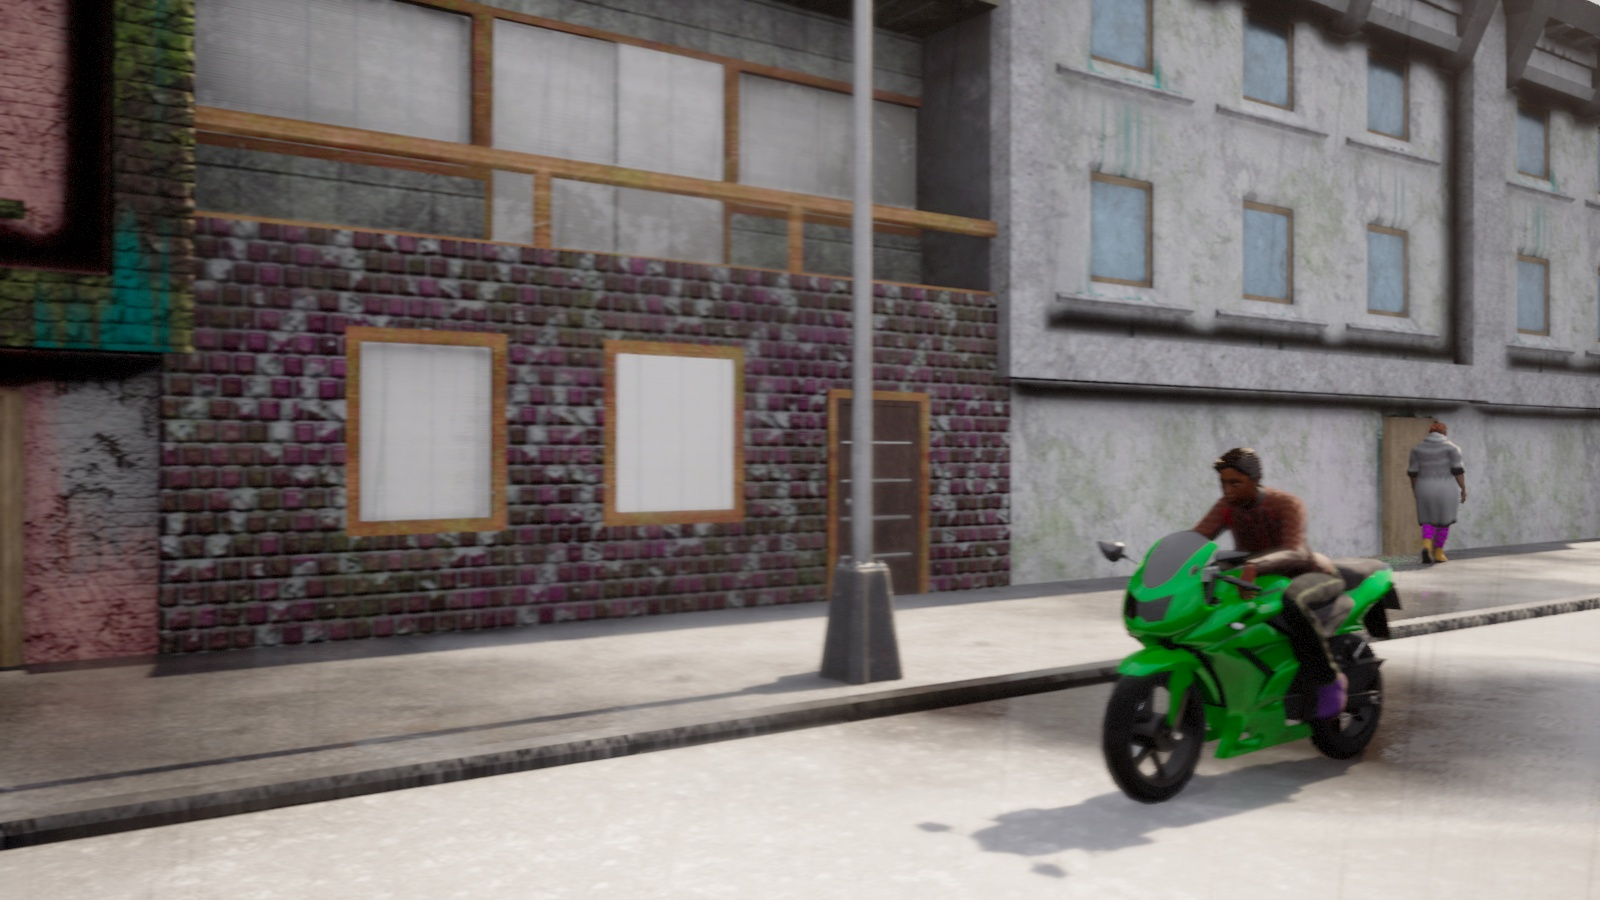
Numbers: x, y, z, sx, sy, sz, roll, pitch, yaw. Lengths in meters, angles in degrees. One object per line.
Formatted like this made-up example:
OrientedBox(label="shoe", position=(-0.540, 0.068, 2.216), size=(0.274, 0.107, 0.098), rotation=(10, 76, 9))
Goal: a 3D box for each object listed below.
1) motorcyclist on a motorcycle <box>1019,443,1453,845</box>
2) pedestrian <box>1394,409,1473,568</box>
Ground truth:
OrientedBox(label="motorcyclist on a motorcycle", position=(2.010, 0.737, 5.667), size=(2.044, 1.523, 0.797), rotation=(0, 0, -35))
OrientedBox(label="pedestrian", position=(8.041, 0.477, 15.936), size=(0.659, 1.952, 0.873), rotation=(0, 0, 44))
